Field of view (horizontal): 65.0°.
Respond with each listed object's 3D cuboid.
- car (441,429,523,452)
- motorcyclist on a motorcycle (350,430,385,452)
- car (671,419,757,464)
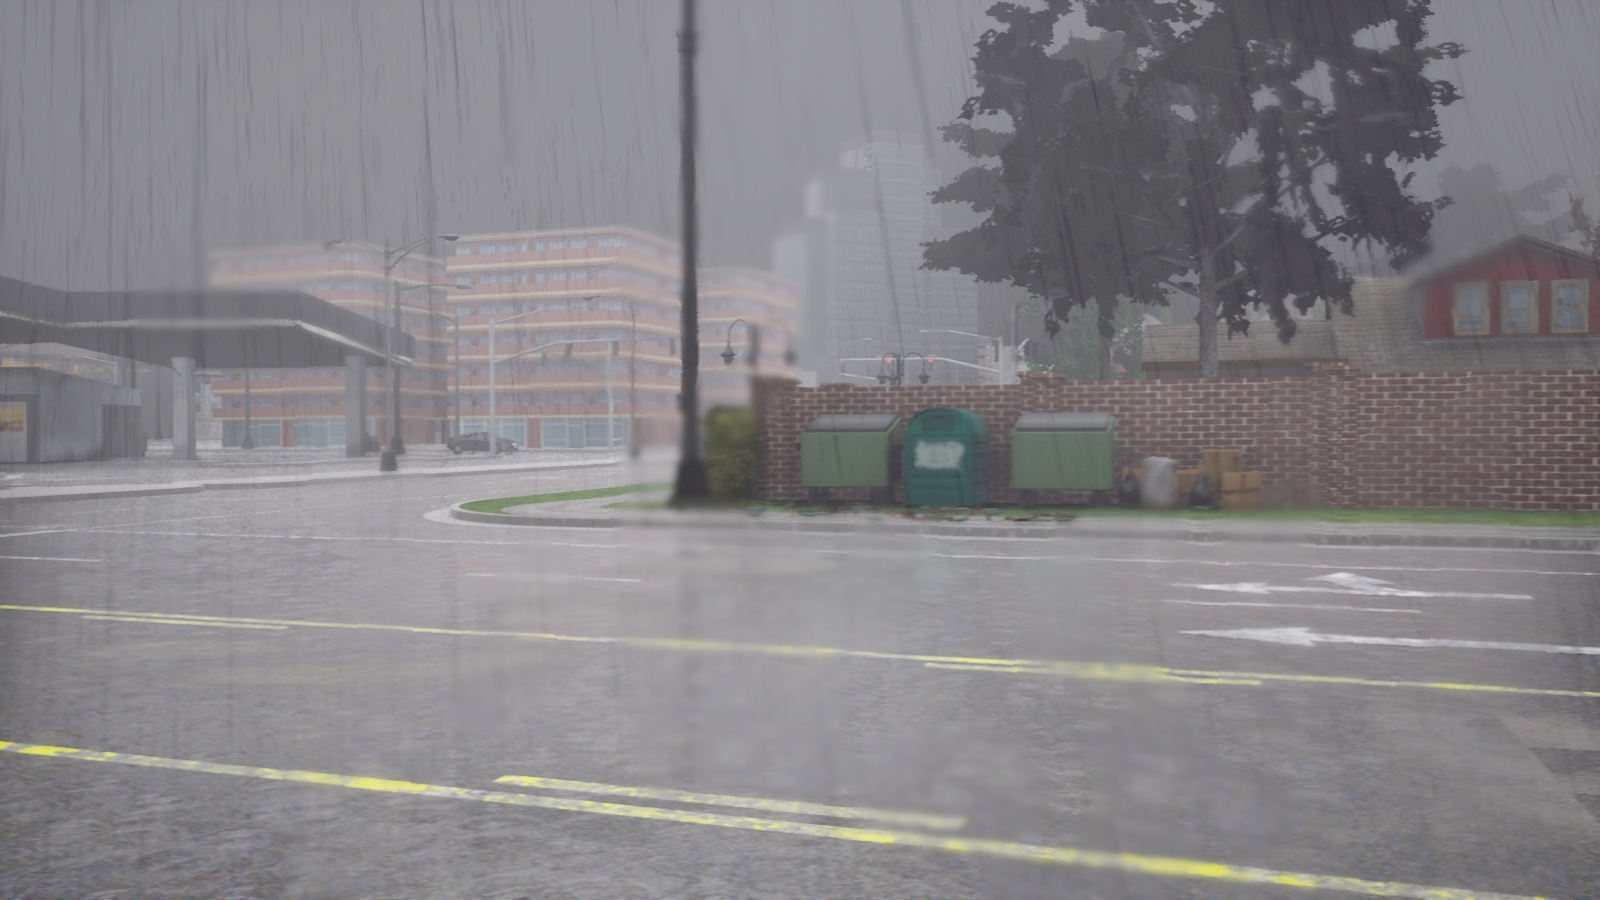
[{"bbox_3d":[-21.222,-0.643,83.762,4.902,1.511,2.128,0,1,17],"label":"car"},{"bbox_3d":[-29.773,-0.641,86.485,2.191,1.530,0.866,1,1,17],"label":"motorcyclist on a motorcycle"},{"bbox_3d":[-4.048,-0.438,60.332,2.150,2.045,5.566,1,1,18],"label":"car"}]
